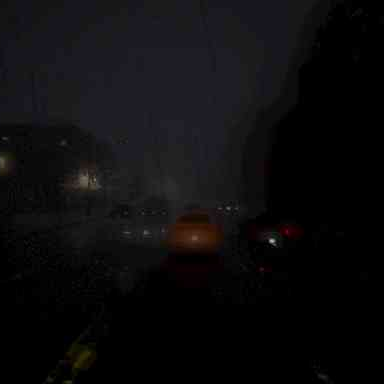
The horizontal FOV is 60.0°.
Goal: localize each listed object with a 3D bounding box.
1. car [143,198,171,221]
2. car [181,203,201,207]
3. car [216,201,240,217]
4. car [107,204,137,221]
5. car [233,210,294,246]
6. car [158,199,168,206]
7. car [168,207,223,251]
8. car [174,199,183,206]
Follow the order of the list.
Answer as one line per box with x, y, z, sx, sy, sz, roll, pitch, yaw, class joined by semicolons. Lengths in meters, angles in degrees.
-3.244;1.560;31.728;2.150;2.045;5.566;0;-1;0;car
0.209;1.926;33.699;1.994;1.385;4.181;0;-1;0;car
3.456;1.707;32.828;2.097;1.767;4.553;0;-1;0;car
-6.494;1.860;31.433;1.812;1.442;4.674;0;-1;0;car
3.399;1.779;16.268;1.895;1.301;4.718;0;-1;0;car
-6.255;2.196;72.912;1.812;1.442;4.674;0;-1;0;car
0.142;1.639;14.908;1.882;1.535;5.008;0;-1;0;car
-3.005;2.199;72.900;2.128;1.511;4.902;0;-1;0;car
